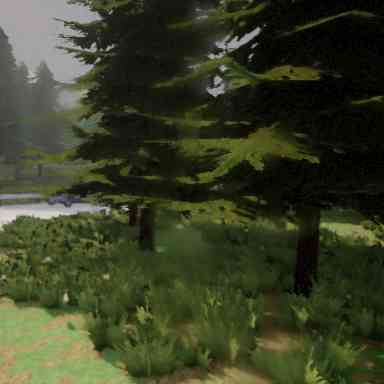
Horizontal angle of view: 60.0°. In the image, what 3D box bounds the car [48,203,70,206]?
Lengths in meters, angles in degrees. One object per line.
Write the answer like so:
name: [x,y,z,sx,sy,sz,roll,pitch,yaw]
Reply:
car: [-9.012,0.321,25.688,1.812,1.442,4.674,4,3,24]
